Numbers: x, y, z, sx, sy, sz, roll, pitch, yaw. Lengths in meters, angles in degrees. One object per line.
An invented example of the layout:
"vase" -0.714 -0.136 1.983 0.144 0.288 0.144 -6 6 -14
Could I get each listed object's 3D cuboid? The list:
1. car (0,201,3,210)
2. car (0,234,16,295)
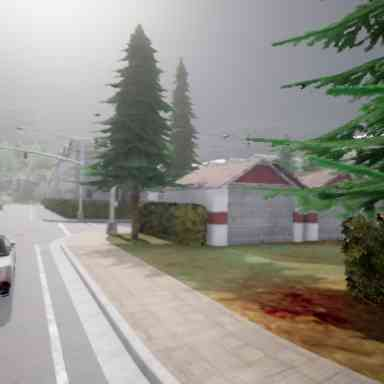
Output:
"car" -33.893 2.314 57.643 2.128 1.511 4.902 2 -2 -26
"car" -5.618 1.721 8.553 1.895 1.301 4.718 2 -2 -27
